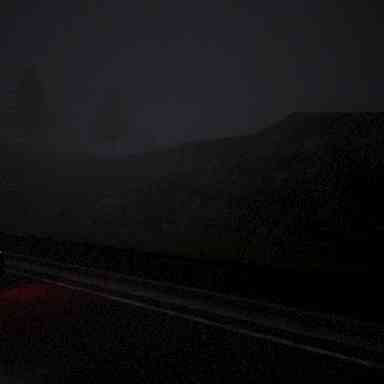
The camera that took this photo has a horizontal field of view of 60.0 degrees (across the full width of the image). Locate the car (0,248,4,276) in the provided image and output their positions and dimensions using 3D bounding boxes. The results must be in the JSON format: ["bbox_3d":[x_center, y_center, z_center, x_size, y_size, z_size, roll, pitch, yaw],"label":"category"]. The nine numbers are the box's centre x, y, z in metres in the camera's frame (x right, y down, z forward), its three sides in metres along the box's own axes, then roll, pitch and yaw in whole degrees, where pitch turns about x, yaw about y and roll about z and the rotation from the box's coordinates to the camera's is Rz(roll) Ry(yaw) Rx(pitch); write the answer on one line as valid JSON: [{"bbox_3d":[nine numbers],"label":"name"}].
[{"bbox_3d":[-6.745,1.622,8.787,4.674,1.442,1.812,0,0,35],"label":"car"}]
